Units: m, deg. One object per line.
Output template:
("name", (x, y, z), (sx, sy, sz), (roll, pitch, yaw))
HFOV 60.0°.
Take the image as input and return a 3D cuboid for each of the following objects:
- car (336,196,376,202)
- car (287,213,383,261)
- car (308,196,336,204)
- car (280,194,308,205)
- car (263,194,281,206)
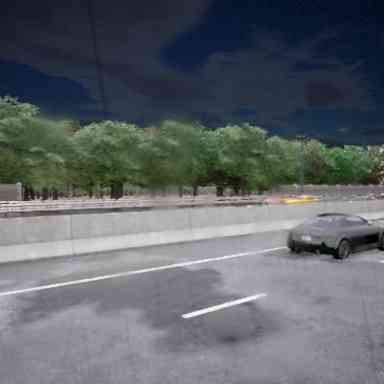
("car", (16.745, 1.202, 32.997), (4.892, 1.490, 1.837), (0, 0, -35))
("car", (5.348, 1.447, 11.951), (4.181, 1.385, 1.994), (-1, 0, -35))
("car", (15.168, 1.204, 36.164), (4.892, 1.490, 1.837), (0, 0, -35))
("car", (13.029, 1.182, 38.934), (5.008, 1.535, 1.882), (0, 0, -35))
("car", (11.060, 1.062, 41.825), (4.553, 1.767, 2.097), (-1, 0, -35))
